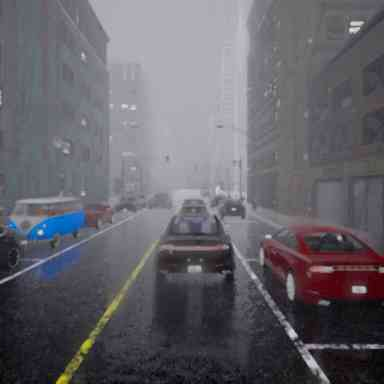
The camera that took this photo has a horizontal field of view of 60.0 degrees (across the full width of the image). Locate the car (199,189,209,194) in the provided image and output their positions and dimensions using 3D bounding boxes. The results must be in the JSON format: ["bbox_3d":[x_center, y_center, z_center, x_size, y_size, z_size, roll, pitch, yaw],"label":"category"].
[{"bbox_3d":[2.988,0.456,67.655,1.802,1.307,4.206,0,1,0],"label":"car"}]

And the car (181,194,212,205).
[{"bbox_3d":[0.147,1.143,23.814,2.033,1.411,5.357,0,1,1],"label":"car"}]

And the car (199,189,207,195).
[{"bbox_3d":[3.107,-0.129,95.288,1.967,1.590,4.097,0,1,0],"label":"car"}]

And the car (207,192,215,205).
[{"bbox_3d":[2.849,0.970,35.255,1.947,1.339,4.313,0,1,0],"label":"car"}]

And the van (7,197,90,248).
[{"bbox_3d":[-5.625,1.114,13.208,1.690,1.788,3.998,1,1,0],"label":"van"}]

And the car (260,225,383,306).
[{"bbox_3d":[2.731,1.413,7.641,1.887,1.381,4.507,0,1,0],"label":"car"}]

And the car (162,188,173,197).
[{"bbox_3d":[-5.367,0.098,73.215,2.192,1.841,5.009,0,1,0],"label":"car"}]

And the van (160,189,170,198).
[{"bbox_3d":[-5.391,0.213,67.689,1.690,1.788,3.998,0,1,0],"label":"van"}]

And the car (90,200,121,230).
[{"bbox_3d":[-5.603,1.224,18.734,1.887,1.381,4.507,0,1,0],"label":"car"}]

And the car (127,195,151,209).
[{"bbox_3d":[-5.532,0.984,35.303,1.802,1.307,4.206,0,1,0],"label":"car"}]

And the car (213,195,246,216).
[{"bbox_3d":[2.802,1.155,24.209,1.947,1.339,4.313,0,1,0],"label":"car"}]

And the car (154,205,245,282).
[{"bbox_3d":[0.089,1.333,9.262,2.128,1.511,4.902,0,1,1],"label":"car"}]

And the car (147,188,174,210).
[{"bbox_3d":[-2.931,0.804,32.252,2.097,1.767,4.553,0,1,1],"label":"car"}]

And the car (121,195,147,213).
[{"bbox_3d":[-5.556,1.060,29.780,1.947,1.339,4.313,0,1,0],"label":"car"}]

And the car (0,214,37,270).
[{"bbox_3d":[-5.650,1.432,7.689,1.947,1.339,4.313,1,1,0],"label":"car"}]

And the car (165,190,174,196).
[{"bbox_3d":[-5.345,0.238,78.746,1.887,1.381,4.507,0,1,0],"label":"car"}]
